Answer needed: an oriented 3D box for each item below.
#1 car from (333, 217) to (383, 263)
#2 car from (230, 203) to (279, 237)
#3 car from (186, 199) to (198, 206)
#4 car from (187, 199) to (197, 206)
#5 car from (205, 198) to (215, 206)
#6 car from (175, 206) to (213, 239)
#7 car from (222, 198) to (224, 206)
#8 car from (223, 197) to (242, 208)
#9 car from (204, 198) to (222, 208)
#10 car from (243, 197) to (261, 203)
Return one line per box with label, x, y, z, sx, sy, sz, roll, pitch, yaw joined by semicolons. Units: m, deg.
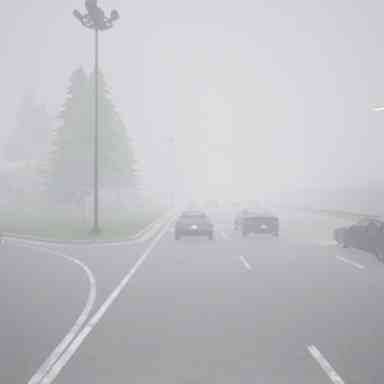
car;7.106;1.639;12.199;2.033;1.411;5.357;0;0;0
car;3.610;1.622;19.257;1.882;1.535;5.008;0;0;0
car;0.027;2.023;56.538;1.895;1.301;4.718;0;0;0
car;0.031;2.060;66.516;1.994;1.385;4.181;0;0;0
car;3.532;2.010;67.348;1.812;1.442;4.674;0;0;0
car;0.109;1.701;18.292;1.994;1.385;4.181;0;0;0
car;7.032;1.837;67.317;2.097;1.767;4.553;0;0;0
car;7.028;1.960;58.172;1.812;1.442;4.674;0;0;0
car;3.527;1.930;56.924;1.837;1.490;4.892;0;0;0
car;10.527;1.972;56.920;2.033;1.411;5.357;0;0;0
